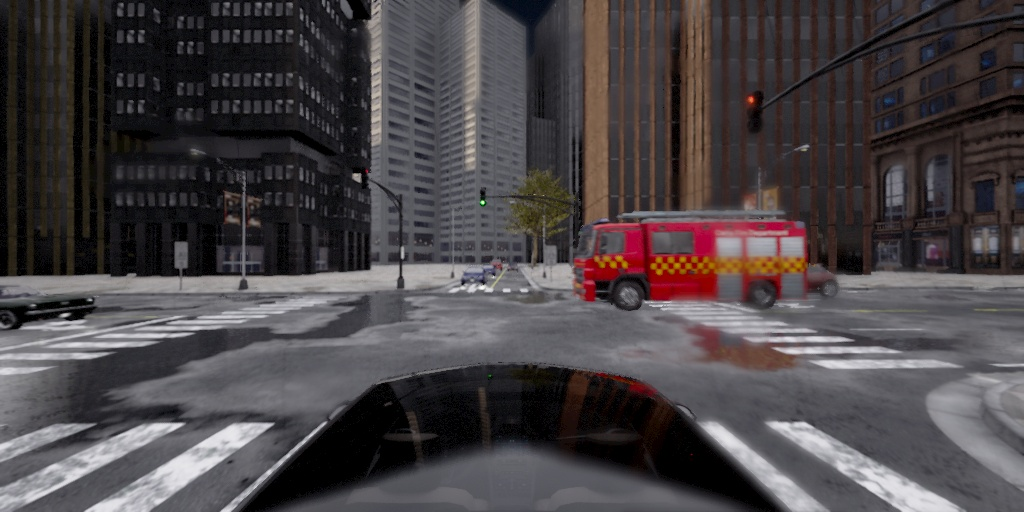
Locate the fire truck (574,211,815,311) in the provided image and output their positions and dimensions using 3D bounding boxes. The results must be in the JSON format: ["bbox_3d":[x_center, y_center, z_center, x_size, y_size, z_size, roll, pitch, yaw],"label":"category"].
[{"bbox_3d":[6.952,0.169,14.820,8.468,3.827,2.891,0,0,0],"label":"fire truck"}]

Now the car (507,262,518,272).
[{"bbox_3d":[0.144,1.937,60.401,2.033,1.411,5.357,0,0,0],"label":"car"}]

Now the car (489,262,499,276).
[{"bbox_3d":[-2.989,1.768,45.068,1.812,1.442,4.674,0,0,0],"label":"car"}]

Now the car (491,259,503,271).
[{"bbox_3d":[-2.840,1.640,65.325,2.150,2.045,5.566,0,-1,0],"label":"car"}]

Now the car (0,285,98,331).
[{"bbox_3d":[-16.398,1.584,11.386,4.718,1.301,1.895,0,0,0],"label":"car"}]

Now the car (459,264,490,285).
[{"bbox_3d":[-3.047,1.596,29.686,1.812,1.442,4.674,0,0,0],"label":"car"}]

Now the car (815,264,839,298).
[{"bbox_3d":[13.610,1.137,18.179,4.553,1.767,2.097,0,0,0],"label":"car"}]
